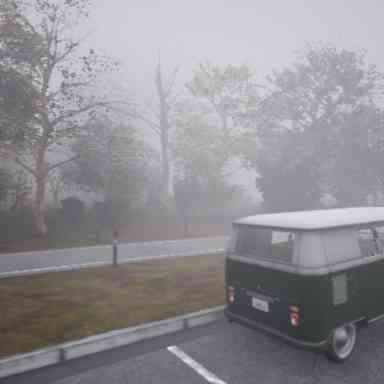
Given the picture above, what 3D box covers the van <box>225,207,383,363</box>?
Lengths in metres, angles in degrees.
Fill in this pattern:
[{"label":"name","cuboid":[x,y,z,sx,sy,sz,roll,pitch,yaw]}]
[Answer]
[{"label":"van","cuboid":[2.741,1.297,5.914,4.442,1.987,1.878,-1,-1,-35]}]
